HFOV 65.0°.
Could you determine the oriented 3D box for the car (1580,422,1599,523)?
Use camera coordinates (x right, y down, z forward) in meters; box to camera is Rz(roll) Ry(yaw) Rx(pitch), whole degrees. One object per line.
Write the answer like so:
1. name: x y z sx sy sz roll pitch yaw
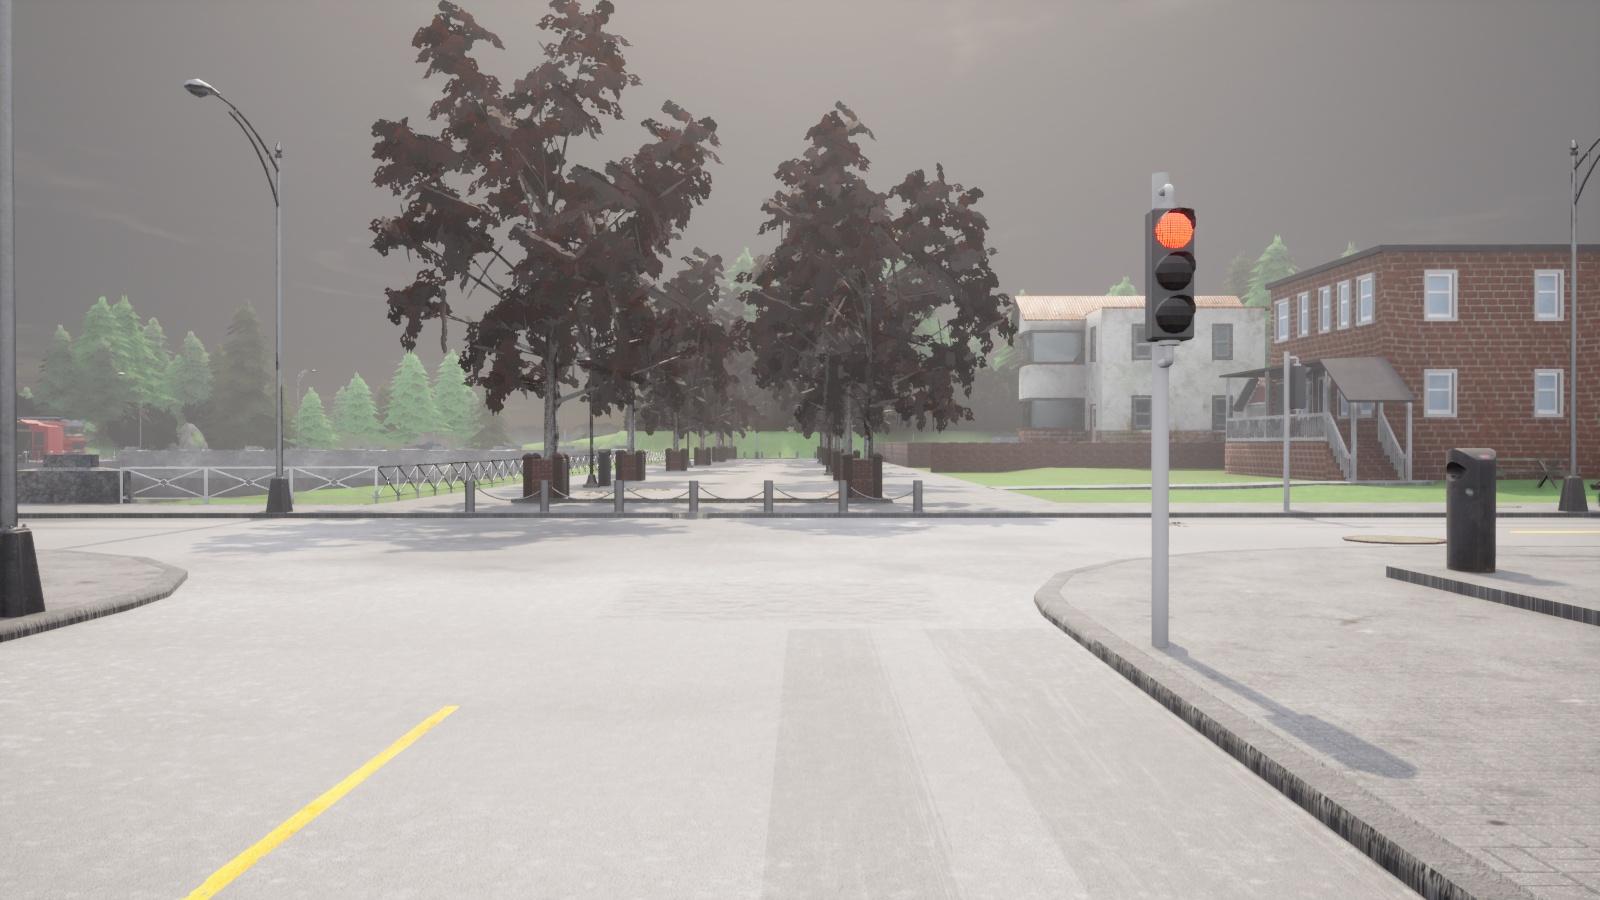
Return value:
1. car: 16.711 0.428 22.834 3.866 1.878 1.905 0 0 1
